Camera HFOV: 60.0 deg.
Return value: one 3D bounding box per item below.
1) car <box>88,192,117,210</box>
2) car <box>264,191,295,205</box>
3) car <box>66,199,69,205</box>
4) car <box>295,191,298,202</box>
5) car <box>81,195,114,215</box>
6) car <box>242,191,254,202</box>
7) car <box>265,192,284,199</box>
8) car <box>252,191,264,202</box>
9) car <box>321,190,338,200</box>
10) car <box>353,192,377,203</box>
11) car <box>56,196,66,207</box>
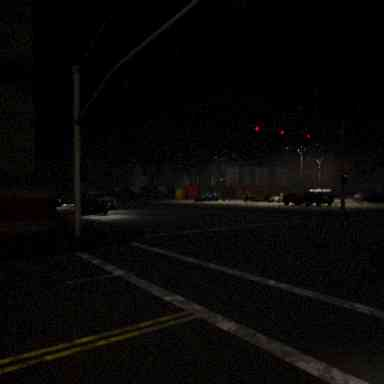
[{"bbox_3d":[-10.865,1.036,39.428,2.150,2.045,5.566,-1,0,-36],"label":"car"},{"bbox_3d":[14.231,0.994,54.019,3.806,1.475,1.970,-1,0,-35],"label":"car"},{"bbox_3d":[-22.024,1.406,55.110,2.033,1.411,5.357,-1,0,-36],"label":"car"},{"bbox_3d":[20.037,0.611,71.779,4.605,1.855,1.932,-1,0,-35],"label":"car"},{"bbox_3d":[-9.576,1.325,31.649,1.882,1.535,5.008,-1,0,-36],"label":"car"},{"bbox_3d":[10.962,0.753,58.539,4.605,1.855,1.932,-1,0,-35],"label":"car"},{"bbox_3d":[18.416,0.821,74.180,3.905,1.438,1.784,-1,0,-35],"label":"car"},{"bbox_3d":[12.557,0.963,56.381,3.905,1.438,1.784,-1,0,-35],"label":"car"},{"bbox_3d":[34.317,0.450,81.929,3.866,1.878,1.905,-1,0,-35],"label":"car"},{"bbox_3d":[29.886,0.853,58.048,3.806,1.475,1.970,-1,0,-35],"label":"car"},{"bbox_3d":[-19.251,1.199,45.261,2.097,1.767,4.553,-1,0,-36],"label":"car"}]
